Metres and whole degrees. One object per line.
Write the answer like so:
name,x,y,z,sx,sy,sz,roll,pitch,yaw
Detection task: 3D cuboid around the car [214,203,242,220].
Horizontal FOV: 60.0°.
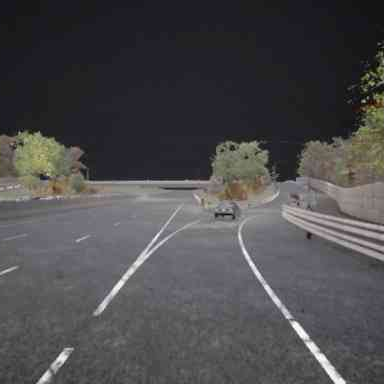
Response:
car,3.323,1.686,30.083,2.033,1.411,5.357,1,-2,16

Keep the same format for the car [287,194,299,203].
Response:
car,22.944,1.852,76.542,1.994,1.385,4.181,0,3,20

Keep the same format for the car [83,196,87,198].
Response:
car,-24.542,1.540,73.819,2.128,1.511,4.902,0,0,0

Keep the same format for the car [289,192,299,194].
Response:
car,26.277,0.941,85.608,2.150,2.045,5.566,0,4,19

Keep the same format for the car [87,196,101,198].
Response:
car,-21.042,1.568,73.909,1.994,1.385,4.181,0,0,0

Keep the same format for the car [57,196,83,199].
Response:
car,-21.053,1.602,57.733,1.895,1.301,4.718,0,0,1

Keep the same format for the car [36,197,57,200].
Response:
car,-24.554,1.527,57.680,1.812,1.442,4.674,0,0,1

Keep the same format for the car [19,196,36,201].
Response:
car,-28.050,1.499,57.546,2.128,1.511,4.902,0,0,1

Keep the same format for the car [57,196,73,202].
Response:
car,-28.042,1.567,73.671,1.994,1.385,4.181,0,0,0
